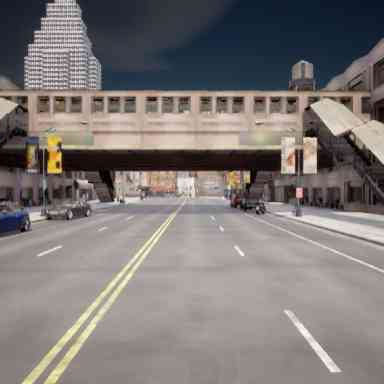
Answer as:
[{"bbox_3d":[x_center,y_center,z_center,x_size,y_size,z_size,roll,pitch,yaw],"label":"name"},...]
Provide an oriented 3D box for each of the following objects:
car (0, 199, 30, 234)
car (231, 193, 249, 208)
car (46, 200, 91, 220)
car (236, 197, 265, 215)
[{"bbox_3d":[-10.040,1.300,16.580,2.185,1.767,4.553,0,0,0],"label":"car"},{"bbox_3d":[6.680,1.182,45.981,2.435,2.045,5.566,0,0,0],"label":"car"},{"bbox_3d":[-10.005,1.428,27.356,2.231,1.521,4.892,0,0,10],"label":"car"},{"bbox_3d":[6.725,1.547,38.584,1.895,1.301,4.718,0,0,0],"label":"car"}]
